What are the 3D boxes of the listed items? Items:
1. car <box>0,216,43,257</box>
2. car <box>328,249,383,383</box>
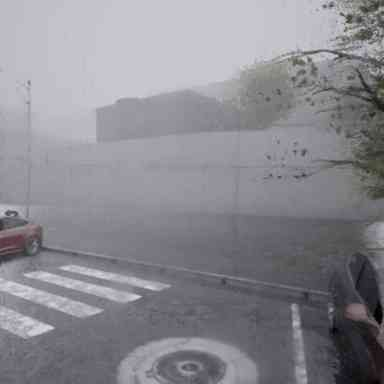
[{"bbox_3d":[-6.980,1.537,10.749,2.163,1.488,4.792,0,-1,15],"label":"car"},{"bbox_3d":[2.793,1.521,3.775,2.163,1.488,4.792,0,-1,15],"label":"car"}]
